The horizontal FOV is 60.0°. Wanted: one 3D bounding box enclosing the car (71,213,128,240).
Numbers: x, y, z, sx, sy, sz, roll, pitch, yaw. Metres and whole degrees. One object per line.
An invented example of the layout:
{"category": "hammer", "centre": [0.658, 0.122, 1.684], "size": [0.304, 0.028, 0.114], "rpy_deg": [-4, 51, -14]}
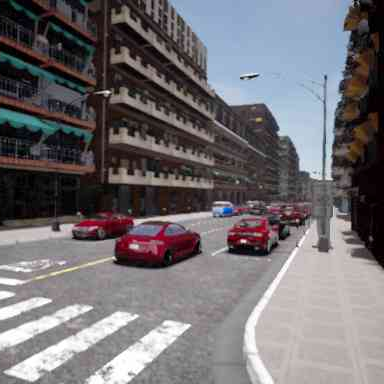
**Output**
{"category": "car", "centre": [-4.825, 1.812, 18.562], "size": [1.802, 1.307, 4.206], "rpy_deg": [0, -1, 22]}

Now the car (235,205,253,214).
{"category": "car", "centre": [7.840, 2.573, 49.748], "size": [1.802, 1.307, 4.206], "rpy_deg": [0, -1, 22]}

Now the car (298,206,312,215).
{"category": "car", "centre": [17.694, 2.820, 51.822], "size": [1.802, 1.307, 4.206], "rpy_deg": [0, -1, 22]}

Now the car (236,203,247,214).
{"category": "car", "centre": [5.712, 2.444, 44.501], "size": [1.802, 1.307, 4.206], "rpy_deg": [0, -1, 22]}

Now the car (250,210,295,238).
{"category": "car", "centre": [4.909, 2.034, 20.346], "size": [1.947, 1.339, 4.313], "rpy_deg": [0, -1, 22]}

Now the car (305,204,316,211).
{"category": "car", "centre": [24.151, 3.156, 67.719], "size": [1.752, 1.417, 4.829], "rpy_deg": [0, -1, 22]}

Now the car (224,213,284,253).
{"category": "car", "centre": [2.907, 1.893, 15.417], "size": [1.887, 1.381, 4.507], "rpy_deg": [0, -1, 22]}

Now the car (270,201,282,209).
{"category": "car", "centre": [20.600, 3.083, 81.243], "size": [2.192, 1.841, 5.009], "rpy_deg": [0, -1, 22]}

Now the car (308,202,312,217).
{"category": "car", "centre": [13.435, 2.295, 41.336], "size": [2.192, 1.841, 5.009], "rpy_deg": [0, -1, 22]}

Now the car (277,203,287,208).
{"category": "car", "centre": [24.859, 3.594, 91.730], "size": [1.947, 1.339, 4.313], "rpy_deg": [0, -1, 22]}

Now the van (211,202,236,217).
{"category": "van", "centre": [3.583, 2.075, 39.260], "size": [1.690, 1.788, 3.998], "rpy_deg": [0, -1, 22]}

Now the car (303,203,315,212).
{"category": "car", "centre": [21.957, 2.937, 62.317], "size": [1.967, 1.590, 4.097], "rpy_deg": [0, -1, 22]}

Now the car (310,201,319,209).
{"category": "car", "centre": [32.612, 3.462, 88.550], "size": [2.192, 1.841, 5.009], "rpy_deg": [0, -1, 22]}

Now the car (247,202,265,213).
{"category": "car", "centre": [9.339, 2.475, 46.344], "size": [1.837, 1.490, 4.892], "rpy_deg": [1, -1, 22]}

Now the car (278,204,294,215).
{"category": "car", "centre": [14.424, 2.678, 50.883], "size": [1.812, 1.442, 4.674], "rpy_deg": [1, -1, 22]}

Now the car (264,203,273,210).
{"category": "car", "centre": [10.682, 2.488, 41.526], "size": [1.994, 1.385, 4.181], "rpy_deg": [1, -1, 23]}

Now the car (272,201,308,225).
{"category": "car", "centre": [9.172, 2.039, 30.842], "size": [2.192, 1.841, 5.009], "rpy_deg": [0, -1, 22]}

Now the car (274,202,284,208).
{"category": "car", "centre": [22.729, 3.338, 86.487], "size": [1.967, 1.590, 4.097], "rpy_deg": [0, -1, 22]}

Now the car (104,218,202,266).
{"category": "car", "centre": [-1.126, 1.781, 12.608], "size": [1.994, 1.385, 4.181], "rpy_deg": [1, -1, 22]}
